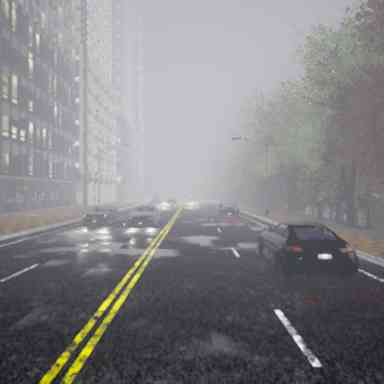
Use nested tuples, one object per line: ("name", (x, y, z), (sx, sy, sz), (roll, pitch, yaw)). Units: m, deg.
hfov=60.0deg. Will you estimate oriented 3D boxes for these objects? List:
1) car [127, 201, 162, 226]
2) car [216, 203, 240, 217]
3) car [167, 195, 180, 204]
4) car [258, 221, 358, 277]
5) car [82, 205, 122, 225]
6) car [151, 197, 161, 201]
("car", (-3.314, 1.617, 24.011), (2.033, 1.411, 5.357), (0, 0, 0))
("car", (3.385, 1.691, 32.423), (1.895, 1.301, 4.718), (0, 0, 0))
("car", (-3.856, 1.726, 65.146), (1.994, 1.385, 4.181), (0, 0, -1))
("car", (3.357, 1.597, 10.379), (1.994, 1.385, 4.181), (0, 0, 0))
("car", (-6.564, 1.672, 24.616), (1.895, 1.301, 4.718), (0, 0, 0))
("car", (-7.127, 1.691, 65.793), (1.812, 1.442, 4.674), (0, 0, -2))
